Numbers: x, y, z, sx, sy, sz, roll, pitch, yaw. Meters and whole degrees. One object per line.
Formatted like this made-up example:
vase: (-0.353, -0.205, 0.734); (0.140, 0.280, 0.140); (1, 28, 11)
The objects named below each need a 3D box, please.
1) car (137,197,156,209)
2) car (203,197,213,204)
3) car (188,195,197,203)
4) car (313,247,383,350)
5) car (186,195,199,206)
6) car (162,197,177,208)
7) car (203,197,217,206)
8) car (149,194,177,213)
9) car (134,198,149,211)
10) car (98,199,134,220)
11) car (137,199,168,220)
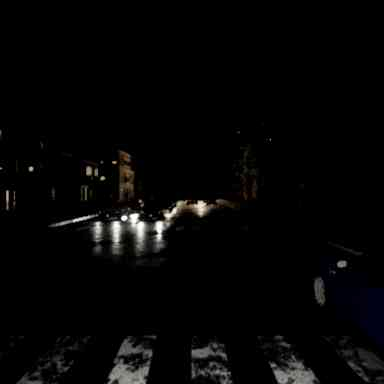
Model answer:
car: (-6.504, 1.571, 48.310); (2.128, 1.511, 4.902); (0, 0, 0)
car: (3.351, 1.709, 69.071); (1.895, 1.301, 4.718); (0, 0, 0)
car: (0.101, 1.437, 69.043); (1.882, 1.535, 5.008); (0, 0, 0)
car: (3.362, 1.487, 4.720); (1.882, 1.535, 5.008); (0, 0, 0)
car: (0.084, 1.601, 58.624); (1.837, 1.490, 4.892); (0, 0, 0)
car: (-3.249, 1.560, 49.812); (1.882, 1.535, 5.008); (0, 0, 1)
car: (3.433, 1.645, 58.462); (2.033, 1.411, 5.357); (0, 0, 0)
car: (-3.284, 1.286, 38.875); (2.150, 2.045, 5.566); (0, 0, 1)
car: (-6.542, 1.553, 37.627); (2.128, 1.511, 4.902); (0, 0, 0)
car: (-6.555, 1.573, 28.453); (1.812, 1.442, 4.674); (0, 0, 2)
car: (-3.312, 1.573, 28.413); (1.812, 1.442, 4.674); (0, 0, -2)
